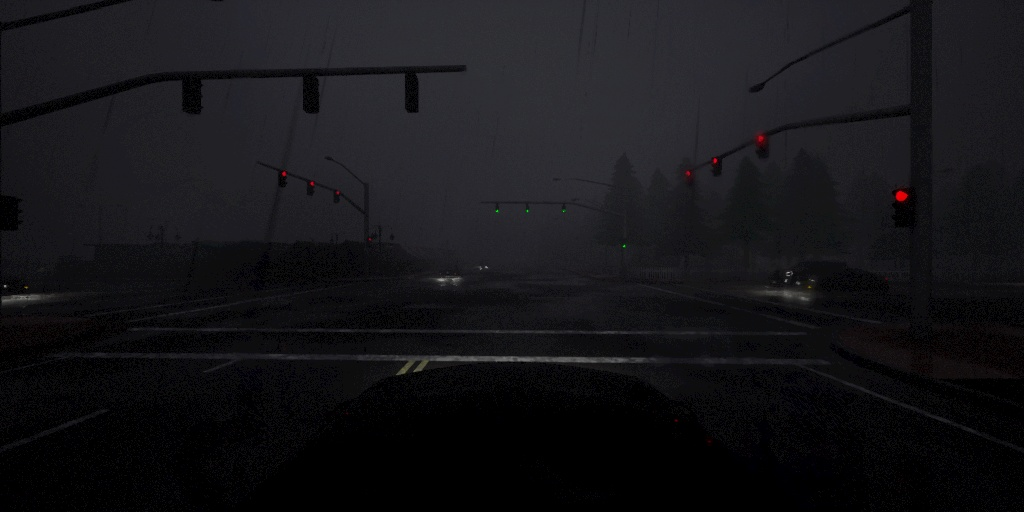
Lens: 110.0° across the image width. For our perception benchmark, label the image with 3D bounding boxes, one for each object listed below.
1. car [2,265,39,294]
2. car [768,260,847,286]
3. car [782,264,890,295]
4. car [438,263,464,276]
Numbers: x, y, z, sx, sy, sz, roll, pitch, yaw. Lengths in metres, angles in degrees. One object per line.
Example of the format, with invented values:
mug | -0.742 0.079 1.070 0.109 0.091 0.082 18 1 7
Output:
car | -27.060 1.313 17.881 4.181 1.385 1.994 0 0 3
car | 19.092 1.103 22.866 4.553 1.767 2.097 0 0 3
car | 17.623 1.313 19.434 4.181 1.385 1.994 0 0 3
car | -6.108 1.375 36.210 1.994 1.385 4.181 0 1 1
